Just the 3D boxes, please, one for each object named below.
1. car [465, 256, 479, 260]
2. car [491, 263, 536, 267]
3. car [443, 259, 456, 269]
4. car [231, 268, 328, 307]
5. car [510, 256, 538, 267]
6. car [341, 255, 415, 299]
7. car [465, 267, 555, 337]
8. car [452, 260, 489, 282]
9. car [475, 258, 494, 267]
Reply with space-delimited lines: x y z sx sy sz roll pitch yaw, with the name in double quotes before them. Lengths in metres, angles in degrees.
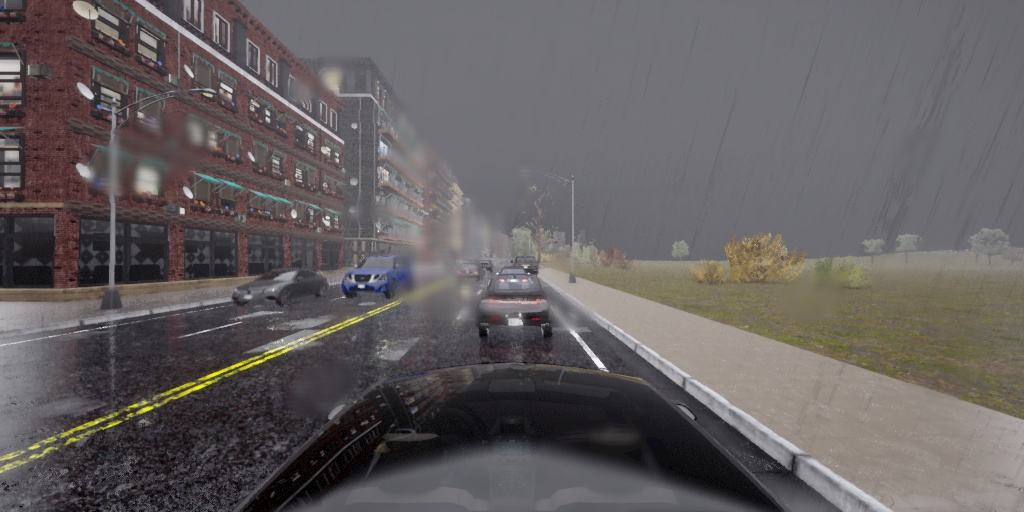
"car" -6.698 0.976 61.469 2.150 2.045 5.566 0 0 0
"car" 0.065 1.300 20.721 2.033 1.411 5.357 0 0 0
"car" -9.952 1.257 58.288 1.837 1.490 4.892 0 0 0
"car" -9.880 1.278 15.764 1.812 1.442 4.674 0 0 0
"car" 1.077 0.979 30.933 2.150 2.045 5.566 0 0 0
"car" -6.634 0.974 18.547 2.150 2.045 5.566 0 0 0
"car" 0.083 1.243 10.281 2.128 1.511 4.902 0 0 0
"car" -3.211 1.300 28.807 2.033 1.411 5.357 0 0 0
"car" -3.238 1.256 44.350 1.837 1.490 4.892 0 -1 0
